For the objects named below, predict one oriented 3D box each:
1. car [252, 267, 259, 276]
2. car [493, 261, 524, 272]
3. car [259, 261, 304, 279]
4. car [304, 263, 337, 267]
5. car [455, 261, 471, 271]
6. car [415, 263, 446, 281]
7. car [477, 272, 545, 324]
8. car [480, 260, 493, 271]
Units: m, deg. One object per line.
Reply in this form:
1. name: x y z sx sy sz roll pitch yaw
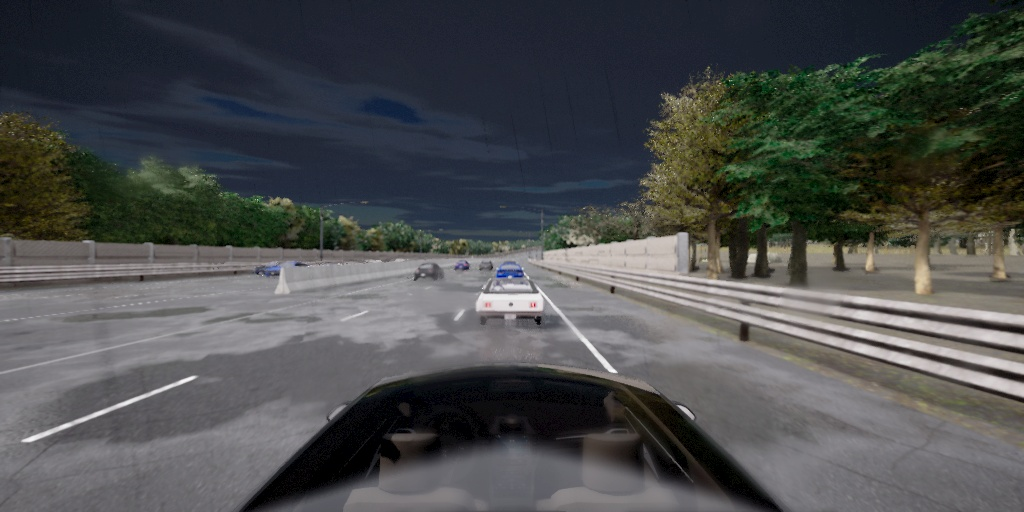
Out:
1. car: -24.725 1.353 37.876 2.033 1.411 5.357 2 -1 0
2. car: -0.135 1.278 25.966 1.882 1.535 5.008 0 -1 -1
3. car: -21.254 1.297 34.326 1.882 1.535 5.008 0 -1 0
4. car: -17.756 1.385 34.861 1.994 1.385 4.181 0 0 0
5. car: -7.231 1.381 52.788 1.812 1.442 4.674 0 0 0
6. car: -7.074 1.336 30.895 1.812 1.442 4.674 0 0 0
7. car: -0.043 1.372 12.022 1.895 1.301 4.718 0 0 0
8. car: -3.737 1.347 53.150 2.128 1.511 4.902 0 0 0
